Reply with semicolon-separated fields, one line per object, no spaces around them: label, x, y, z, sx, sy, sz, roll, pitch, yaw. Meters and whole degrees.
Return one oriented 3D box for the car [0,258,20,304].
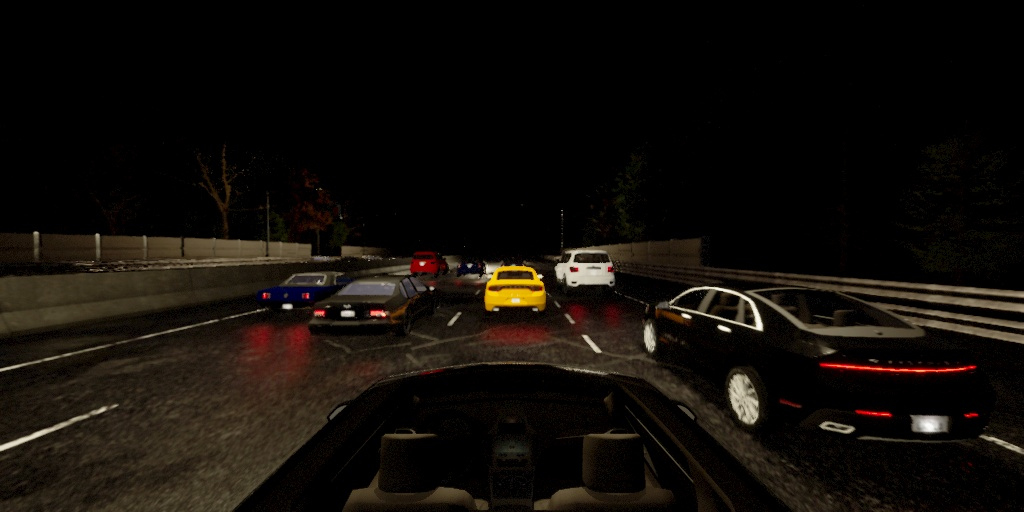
car;-21.090;1.000;12.319;2.097;1.767;4.553;0;1;0

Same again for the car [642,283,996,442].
car;3.551;1.150;5.438;1.837;1.490;4.892;0;0;1

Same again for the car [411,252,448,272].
car;-6.877;0.704;30.148;2.150;2.045;5.566;0;1;0

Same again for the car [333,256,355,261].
car;-24.501;0.795;53.871;1.812;1.442;4.674;0;1;1

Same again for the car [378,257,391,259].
car;-17.521;0.881;52.634;1.895;1.301;4.718;0;1;0

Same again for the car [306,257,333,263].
car;-28.000;0.826;52.805;2.033;1.411;5.357;0;1;1

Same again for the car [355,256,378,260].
car;-21.015;0.761;53.862;2.128;1.511;4.902;0;1;0

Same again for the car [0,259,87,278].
car;-17.590;1.000;12.315;2.097;1.767;4.553;0;1;0

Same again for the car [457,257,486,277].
car;-3.374;0.830;30.692;2.097;1.767;4.553;0;1;0

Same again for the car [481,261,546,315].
car;0.110;1.119;12.970;1.882;1.535;5.008;0;1;0

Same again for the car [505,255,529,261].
car;0.125;0.830;30.686;2.097;1.767;4.553;0;1;0

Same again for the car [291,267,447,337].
car;-3.391;1.218;9.923;2.033;1.411;5.357;0;1;0

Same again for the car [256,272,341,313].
car;-6.890;1.240;13.234;1.895;1.301;4.718;0;1;0

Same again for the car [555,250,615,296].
car;3.515;0.735;18.120;2.150;2.045;5.566;0;0;0
